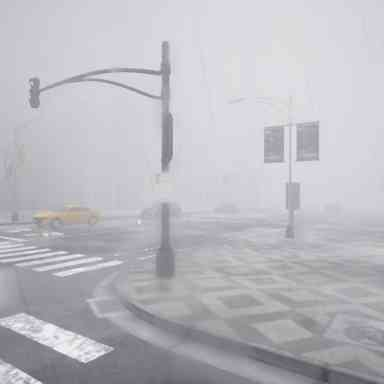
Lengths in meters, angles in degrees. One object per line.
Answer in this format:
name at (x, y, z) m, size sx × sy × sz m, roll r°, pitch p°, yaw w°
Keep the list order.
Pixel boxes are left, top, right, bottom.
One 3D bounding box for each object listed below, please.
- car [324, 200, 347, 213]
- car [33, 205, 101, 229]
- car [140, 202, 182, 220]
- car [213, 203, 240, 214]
car at (21.056, 2.290, 49.253) m, size 2.128 × 1.511 × 4.902 m, roll 0°, pitch -1°, yaw 35°
car at (-8.924, 1.707, 24.080) m, size 1.882 × 1.535 × 5.008 m, roll 0°, pitch -1°, yaw 34°
car at (-2.980, 1.731, 32.467) m, size 2.097 × 1.767 × 4.553 m, roll 0°, pitch -1°, yaw 35°
car at (4.497, 2.131, 43.028) m, size 1.994 × 1.385 × 4.181 m, roll 0°, pitch -1°, yaw 35°
